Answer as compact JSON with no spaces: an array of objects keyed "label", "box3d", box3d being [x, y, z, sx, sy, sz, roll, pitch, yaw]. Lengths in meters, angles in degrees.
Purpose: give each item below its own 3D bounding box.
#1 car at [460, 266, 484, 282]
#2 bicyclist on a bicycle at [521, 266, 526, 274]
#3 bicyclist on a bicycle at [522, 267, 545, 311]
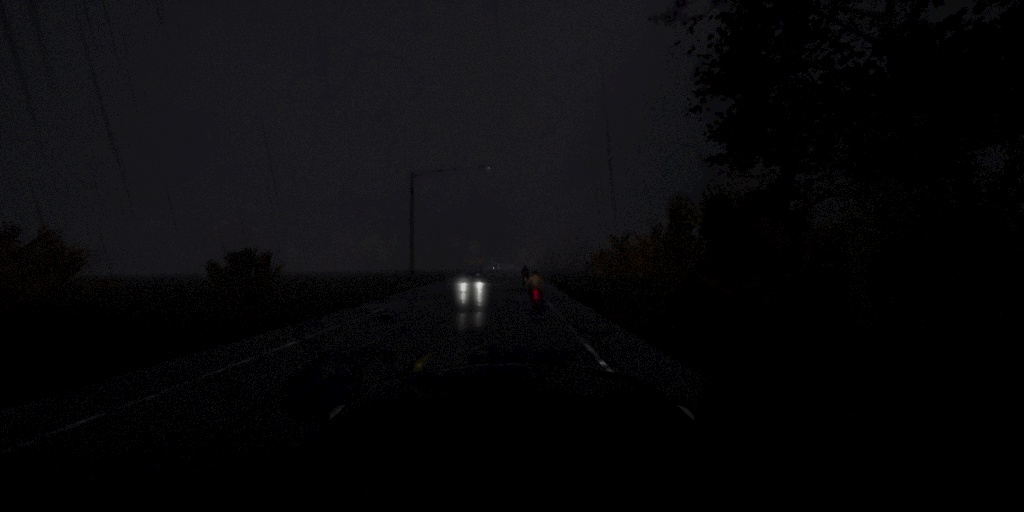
[{"label":"car","box3d":[-3.718,1.700,34.461,1.812,1.442,4.674,0,-1,0]},{"label":"bicyclist on a bicycle","box3d":[0.905,1.498,24.564,0.582,1.620,1.656,0,-1,0]},{"label":"bicyclist on a bicycle","box3d":[0.942,1.351,14.448,0.866,1.612,1.509,0,-1,1]}]
